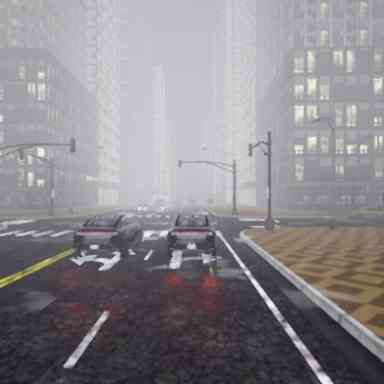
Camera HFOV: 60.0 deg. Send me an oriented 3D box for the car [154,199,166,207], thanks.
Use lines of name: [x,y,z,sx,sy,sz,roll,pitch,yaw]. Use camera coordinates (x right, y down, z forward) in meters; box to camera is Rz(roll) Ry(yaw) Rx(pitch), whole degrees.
car: [-6.529,2.192,67.319,2.097,1.767,4.553,0,-1,0]

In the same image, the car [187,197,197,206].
car: [-0.029,2.434,74.382,1.837,1.490,4.892,0,-1,0]

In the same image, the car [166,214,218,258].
car: [0.042,1.640,13.498,2.128,1.511,4.902,0,-1,1]

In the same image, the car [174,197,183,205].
car: [-3.283,2.278,84.355,2.097,1.767,4.553,0,-1,0]

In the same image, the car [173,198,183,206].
car: [-3.279,2.485,74.346,1.994,1.385,4.181,0,-1,0]

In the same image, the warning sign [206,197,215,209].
warning sign: [2.833,1.737,51.791,1.300,1.860,1.060,0,-1,0]

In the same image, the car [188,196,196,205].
car: [-0.033,2.172,84.835,2.150,2.045,5.566,0,-1,0]

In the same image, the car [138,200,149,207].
car: [-9.778,2.350,67.201,2.128,1.511,4.902,0,-1,0]

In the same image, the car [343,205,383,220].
car: [17.075,1.896,31.807,4.829,1.417,1.752,0,-1,2]

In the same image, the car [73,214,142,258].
car: [-3.233,1.641,13.498,2.128,1.511,4.902,0,-1,0]
